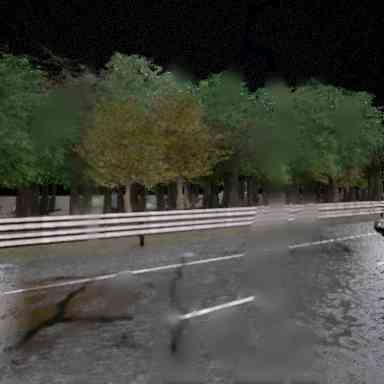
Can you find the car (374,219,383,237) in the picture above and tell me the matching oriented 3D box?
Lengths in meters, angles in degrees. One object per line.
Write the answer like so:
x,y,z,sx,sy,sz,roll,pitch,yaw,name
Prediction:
10.615,1.479,15.641,4.718,1.301,1.895,0,0,-36,car
